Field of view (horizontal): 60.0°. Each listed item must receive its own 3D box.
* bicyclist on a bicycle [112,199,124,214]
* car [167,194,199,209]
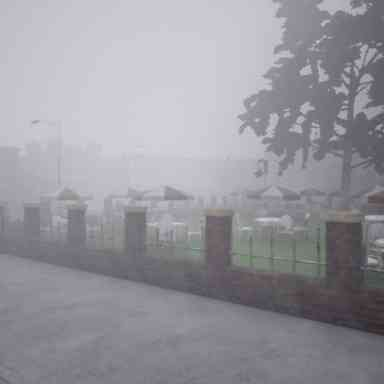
[{"bbox_3d":[-5.708,1.383,25.999,1.656,1.620,0.582,-1,0,35],"label":"bicyclist on a bicycle"},{"bbox_3d":[-1.038,1.282,47.298,2.150,2.045,5.566,-1,-1,41],"label":"car"}]
